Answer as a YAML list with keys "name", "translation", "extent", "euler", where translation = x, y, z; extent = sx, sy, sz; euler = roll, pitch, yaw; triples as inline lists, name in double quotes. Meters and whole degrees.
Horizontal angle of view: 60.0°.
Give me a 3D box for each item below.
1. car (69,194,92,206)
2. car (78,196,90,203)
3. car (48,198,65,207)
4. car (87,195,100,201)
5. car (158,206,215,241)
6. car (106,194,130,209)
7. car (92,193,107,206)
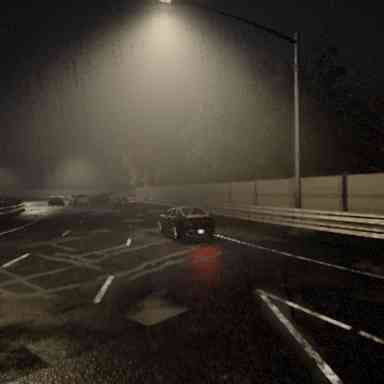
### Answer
- name: "car"
  translation: [-18.959, 1.304, 55.582]
  extent: [2.150, 2.045, 5.566]
  euler: [0, 0, -33]
- name: "car"
  translation: [-23.319, 1.581, 71.435]
  extent: [1.882, 1.535, 5.008]
  euler: [0, 0, -24]
- name: "car"
  translation: [-21.944, 1.658, 53.761]
  extent: [2.033, 1.411, 5.357]
  euler: [0, 0, -33]
- name: "car"
  translation: [-26.650, 1.633, 89.966]
  extent: [1.812, 1.442, 4.674]
  euler: [0, 0, 3]
- name: "car"
  translation: [-0.392, 1.486, 16.846]
  extent: [1.837, 1.490, 4.892]
  euler: [-1, 0, -19]
- name: "car"
  translation: [-9.949, 1.381, 45.553]
  extent: [2.097, 1.767, 4.553]
  euler: [-1, 0, -24]
- name: "car"
  translation: [-15.638, 1.278, 56.960]
  extent: [2.150, 2.045, 5.566]
  euler: [0, 0, -33]
